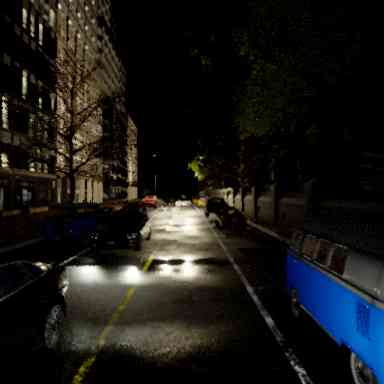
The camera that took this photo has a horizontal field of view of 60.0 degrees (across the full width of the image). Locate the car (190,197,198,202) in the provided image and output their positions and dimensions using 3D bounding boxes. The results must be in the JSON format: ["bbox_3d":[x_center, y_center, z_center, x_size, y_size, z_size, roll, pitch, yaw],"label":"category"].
[{"bbox_3d":[0.608,1.931,87.990,1.947,1.339,4.313,0,0,-2],"label":"car"}]

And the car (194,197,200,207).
[{"bbox_3d":[1.777,1.766,54.889,1.752,1.417,4.829,0,0,-2],"label":"car"}]

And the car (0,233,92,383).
[{"bbox_3d":[-2.858,1.510,3.368,2.128,1.511,4.902,0,0,0],"label":"car"}]

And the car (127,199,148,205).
[{"bbox_3d":[-5.736,1.694,32.374,1.887,1.381,4.507,0,0,-1],"label":"car"}]

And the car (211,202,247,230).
[{"bbox_3d":[2.441,1.625,21.608,1.752,1.417,4.829,0,0,-1],"label":"car"}]

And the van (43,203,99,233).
[{"bbox_3d":[-5.527,1.416,15.734,1.690,1.788,3.998,0,0,0],"label":"van"}]

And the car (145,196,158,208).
[{"bbox_3d":[-6.091,1.534,49.015,2.192,1.841,5.009,0,0,-1],"label":"car"}]

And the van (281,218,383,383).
[{"bbox_3d":[2.557,1.364,4.806,1.690,1.788,3.998,0,0,0],"label":"van"}]

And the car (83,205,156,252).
[{"bbox_3d":[-2.903,1.547,14.448,1.882,1.535,5.008,0,0,0],"label":"car"}]

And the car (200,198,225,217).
[{"bbox_3d":[2.287,1.463,32.535,2.192,1.841,5.009,0,0,-1],"label":"car"}]

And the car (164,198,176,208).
[{"bbox_3d":[-3.594,1.744,54.247,1.837,1.490,4.892,0,0,-1],"label":"car"}]

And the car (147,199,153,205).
[{"bbox_3d":[-5.839,1.755,37.922,1.802,1.307,4.206,0,0,-1],"label":"car"}]

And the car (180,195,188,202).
[{"bbox_3d":[-1.954,1.834,87.965,2.033,1.411,5.357,0,0,-2],"label":"car"}]

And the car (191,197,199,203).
[{"bbox_3d":[0.817,1.927,82.444,1.802,1.307,4.206,0,0,-2],"label":"car"}]

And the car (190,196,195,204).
[{"bbox_3d":[0.966,1.755,69.451,1.801,1.575,5.366,0,0,-2],"label":"car"}]
